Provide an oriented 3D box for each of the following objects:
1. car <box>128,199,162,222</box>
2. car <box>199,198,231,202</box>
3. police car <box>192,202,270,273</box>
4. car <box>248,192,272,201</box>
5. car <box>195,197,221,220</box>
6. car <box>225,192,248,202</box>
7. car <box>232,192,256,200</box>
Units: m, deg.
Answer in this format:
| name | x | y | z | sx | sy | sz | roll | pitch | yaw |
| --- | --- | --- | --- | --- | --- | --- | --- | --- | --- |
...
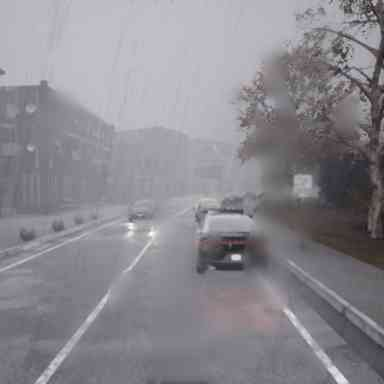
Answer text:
| name | x | y | z | sx | sy | sz | roll | pitch | yaw |
| --- | --- | --- | --- | --- | --- | --- | --- | --- | --- |
| car | -3.335 | 1.270 | 24.195 | 1.837 | 1.490 | 4.892 | 0 | 1 | 3 |
| car | 1.080 | 1.307 | 20.324 | 1.837 | 1.490 | 4.892 | 0 | 1 | 1 |
| police car | 1.050 | 1.322 | 10.478 | 1.930 | 1.638 | 5.238 | 0 | 1 | 0 |
| car | 12.165 | 0.716 | 57.690 | 1.837 | 1.490 | 4.892 | 0 | 1 | 40 |
| car | 1.311 | 1.220 | 26.170 | 1.882 | 1.535 | 5.008 | 0 | 1 | 4 |
| car | 5.923 | 1.057 | 47.498 | 1.895 | 1.301 | 4.718 | 0 | 1 | 27 |
| car | 10.027 | 0.680 | 63.575 | 4.674 | 1.442 | 1.812 | -2 | 1 | -38 |
